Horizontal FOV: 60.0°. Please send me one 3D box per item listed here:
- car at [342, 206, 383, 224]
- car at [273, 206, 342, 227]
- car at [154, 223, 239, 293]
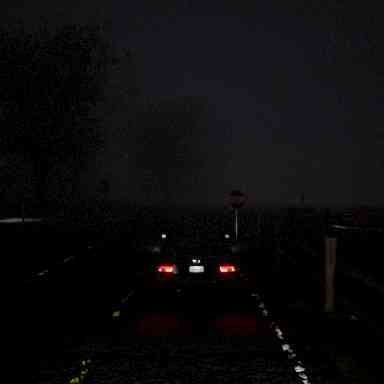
[{"bbox_3d":[13.761,1.784,26.414,4.181,1.385,1.994,1,0,2],"label":"car"},{"bbox_3d":[7.970,1.706,23.693,4.181,1.385,1.994,1,0,2],"label":"car"},{"bbox_3d":[0.096,1.547,8.984,2.033,1.411,5.357,0,0,0],"label":"car"}]
